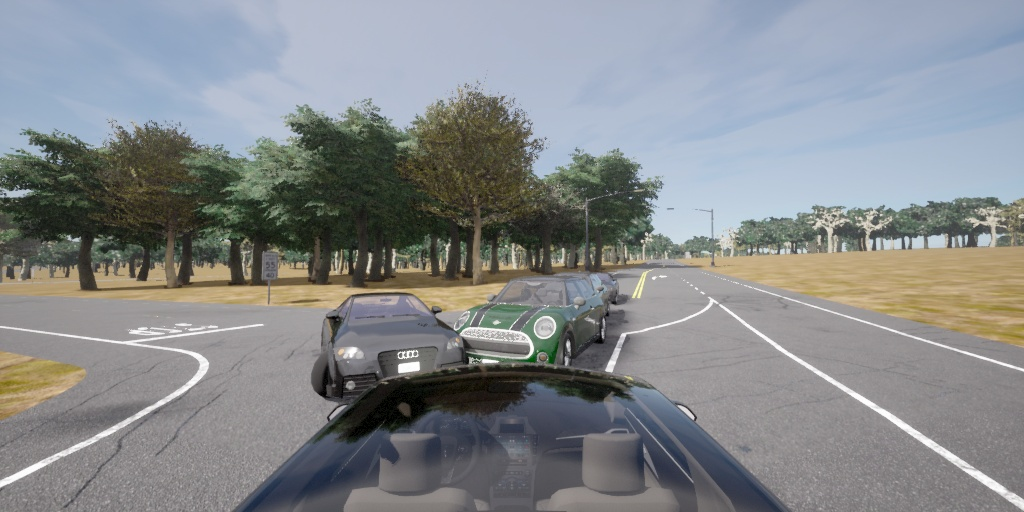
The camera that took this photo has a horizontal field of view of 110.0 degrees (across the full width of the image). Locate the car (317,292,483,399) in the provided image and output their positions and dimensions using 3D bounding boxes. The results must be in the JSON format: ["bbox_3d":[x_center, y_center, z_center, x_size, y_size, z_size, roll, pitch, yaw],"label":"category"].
[{"bbox_3d":[-2.348,1.375,6.572,1.994,1.385,4.181,1,-2,-29],"label":"car"}]

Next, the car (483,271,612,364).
[{"bbox_3d":[0.624,1.218,7.776,2.097,1.767,4.553,-1,-2,26],"label":"car"}]

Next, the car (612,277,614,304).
[{"bbox_3d":[2.032,1.344,12.088,2.097,1.767,4.553,-1,-1,21],"label":"car"}]

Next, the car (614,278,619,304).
[{"bbox_3d":[4.229,1.509,17.814,1.994,1.385,4.181,-1,0,19],"label":"car"}]
